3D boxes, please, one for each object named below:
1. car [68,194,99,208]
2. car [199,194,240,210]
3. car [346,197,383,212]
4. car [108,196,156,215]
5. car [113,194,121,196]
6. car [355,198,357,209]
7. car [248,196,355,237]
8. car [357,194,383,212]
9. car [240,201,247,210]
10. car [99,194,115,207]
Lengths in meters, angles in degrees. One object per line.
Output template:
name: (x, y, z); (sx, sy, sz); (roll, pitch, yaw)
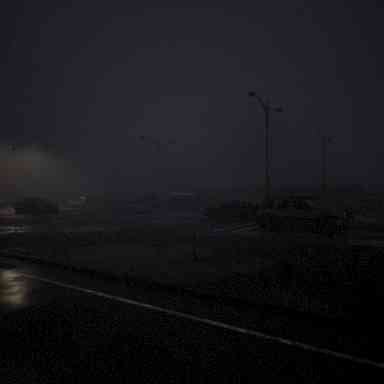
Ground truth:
car: (-14.935, 1.395, 44.748); (3.806, 1.475, 1.970); (0, 0, 34)
car: (3.737, 1.153, 45.501); (4.605, 1.855, 1.932); (0, 0, 34)
car: (19.870, 1.395, 38.046); (3.806, 1.475, 1.970); (0, 0, 34)
car: (-5.697, 1.395, 31.482); (3.806, 1.475, 1.970); (0, 0, 34)
car: (-11.837, 1.153, 49.388); (4.605, 1.855, 1.932); (0, 0, 34)
car: (7.219, 1.156, 19.416); (3.866, 1.878, 1.905); (0, 0, 34)
car: (5.546, 1.153, 17.054); (4.605, 1.855, 1.932); (0, 0, 34)
car: (18.232, 1.156, 35.658); (3.866, 1.878, 1.905); (0, 0, 34)
car: (5.420, 1.364, 47.859); (3.905, 1.438, 1.784); (0, 0, 34)
car: (-13.305, 1.364, 47.141); (3.905, 1.438, 1.784); (0, 0, 34)
